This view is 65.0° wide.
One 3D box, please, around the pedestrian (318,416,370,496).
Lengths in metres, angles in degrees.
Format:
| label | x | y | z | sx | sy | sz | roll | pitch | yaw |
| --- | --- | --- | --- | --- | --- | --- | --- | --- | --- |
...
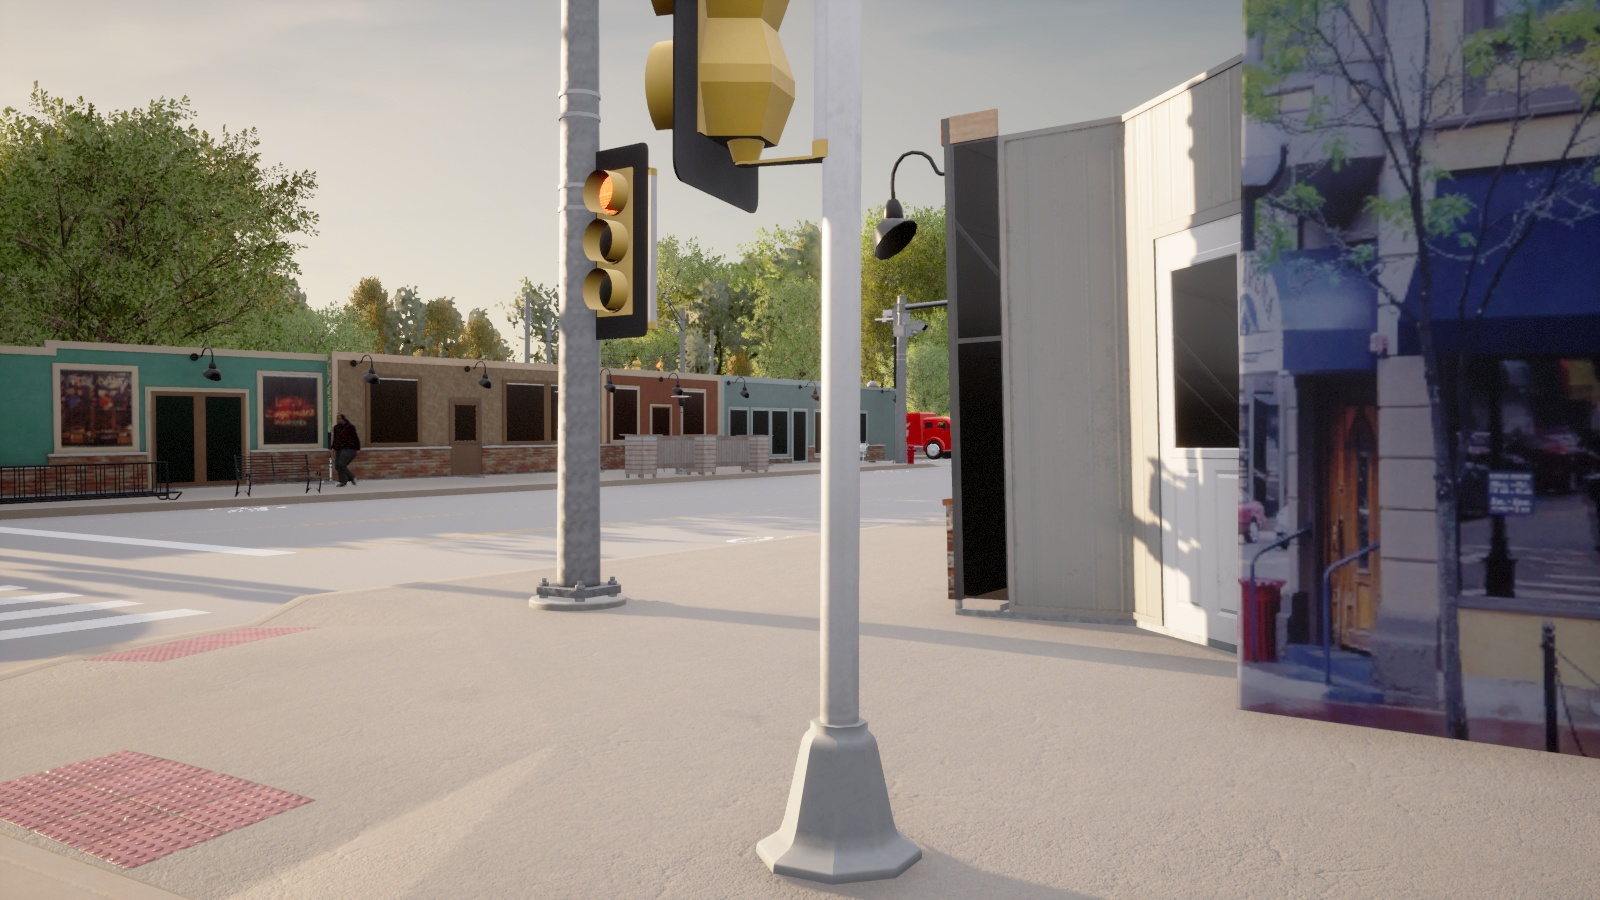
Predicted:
| label | x | y | z | sx | sy | sz | roll | pitch | yaw |
| --- | --- | --- | --- | --- | --- | --- | --- | --- | --- |
| pedestrian | -10.611 | 0.136 | 29.248 | 0.634 | 1.844 | 0.899 | 0 | 1 | 30 |

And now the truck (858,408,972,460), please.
| label | x | y | z | sx | sy | sz | roll | pitch | yaw |
| --- | --- | --- | --- | --- | --- | --- | --- | --- | --- |
| truck | 6.028 | -0.823 | 65.672 | 5.204 | 2.467 | 2.627 | -3 | 0 | 29 |
